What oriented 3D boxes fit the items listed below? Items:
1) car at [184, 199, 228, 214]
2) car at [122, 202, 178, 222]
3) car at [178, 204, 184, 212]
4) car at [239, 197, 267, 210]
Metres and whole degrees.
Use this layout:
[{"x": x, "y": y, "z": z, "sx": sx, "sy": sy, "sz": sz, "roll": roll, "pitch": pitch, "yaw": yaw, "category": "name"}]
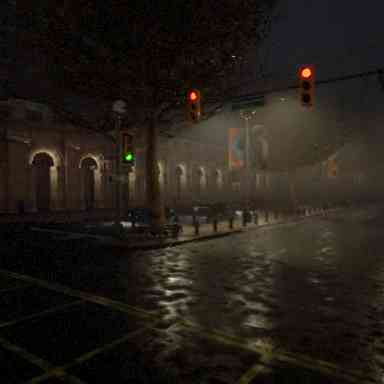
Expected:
[{"x": 1.784, "y": 1.421, "z": 33.095, "sx": 2.128, "sy": 1.511, "sz": 4.902, "roll": 0, "pitch": 0, "yaw": 36, "category": "car"}, {"x": -3.398, "y": 1.494, "z": 25.914, "sx": 1.994, "sy": 1.385, "sz": 4.181, "roll": 0, "pitch": 0, "yaw": 36, "category": "car"}, {"x": 0.157, "y": 1.512, "z": 36.223, "sx": 1.895, "sy": 1.301, "sz": 4.718, "roll": 0, "pitch": 0, "yaw": 36, "category": "car"}, {"x": 7.648, "y": 1.408, "z": 41.204, "sx": 1.882, "sy": 1.535, "sz": 5.008, "roll": 0, "pitch": 0, "yaw": 36, "category": "car"}]
